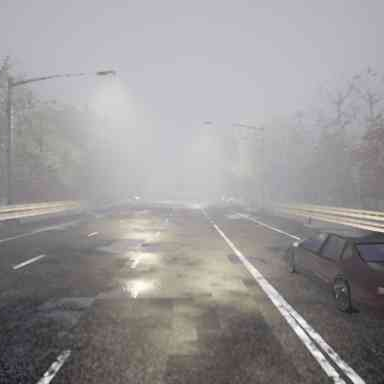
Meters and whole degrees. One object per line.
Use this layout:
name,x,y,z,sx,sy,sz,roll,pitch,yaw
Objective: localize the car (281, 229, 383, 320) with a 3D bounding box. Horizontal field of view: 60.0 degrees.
car,3.633,1.561,7.554,2.033,1.411,5.357,0,0,-2
